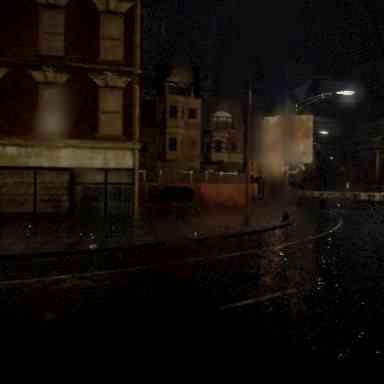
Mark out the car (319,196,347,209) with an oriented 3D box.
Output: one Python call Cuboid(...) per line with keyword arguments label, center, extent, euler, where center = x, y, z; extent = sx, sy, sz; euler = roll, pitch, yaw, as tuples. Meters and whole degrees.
Cuboid(label="car", center=(15.560, 1.157, 36.882), extent=(1.994, 1.385, 4.181), euler=(1, 1, 5))
